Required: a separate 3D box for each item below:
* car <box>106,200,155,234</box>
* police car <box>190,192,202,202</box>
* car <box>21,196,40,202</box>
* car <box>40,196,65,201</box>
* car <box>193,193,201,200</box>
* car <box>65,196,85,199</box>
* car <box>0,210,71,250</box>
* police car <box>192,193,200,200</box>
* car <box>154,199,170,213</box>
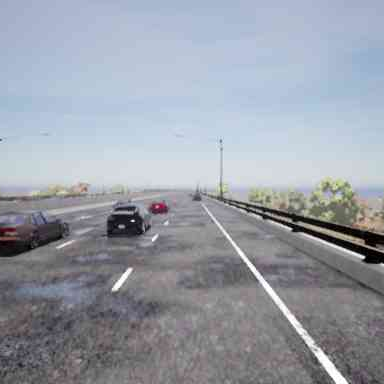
[{"bbox_3d":[-3.406,1.414,18.513,1.837,1.490,4.892,0,0,0],"label":"car"},{"bbox_3d":[1.027,1.094,67.429,1.930,1.638,5.238,0,0,0],"label":"police car"},{"bbox_3d":[-24.568,1.312,51.248,1.994,1.385,4.181,0,0,0],"label":"car"},{"bbox_3d":[-21.066,1.293,51.914,2.033,1.411,5.357,0,0,1],"label":"car"},{"bbox_3d":[1.024,1.073,77.509,1.801,1.575,5.366,0,0,0],"label":"car"},{"bbox_3d":[-17.574,1.311,51.654,1.994,1.385,4.181,0,0,0],"label":"car"},{"bbox_3d":[-6.904,1.478,14.012,2.033,1.411,5.357,0,0,0],"label":"car"},{"bbox_3d":[1.022,1.013,83.428,1.930,1.638,5.238,0,0,0],"label":"police car"},{"bbox_3d":[-3.411,1.394,34.754,1.994,1.385,4.181,0,0,0],"label":"car"}]
